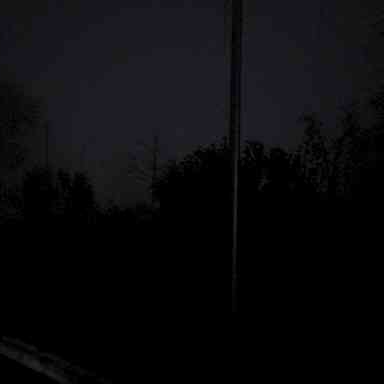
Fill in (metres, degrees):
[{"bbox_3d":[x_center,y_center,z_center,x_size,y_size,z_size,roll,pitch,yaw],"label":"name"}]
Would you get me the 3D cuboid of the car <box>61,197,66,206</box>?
[{"bbox_3d":[-16.181,1.790,44.407,2.128,1.511,4.902,1,-2,19],"label":"car"}]
